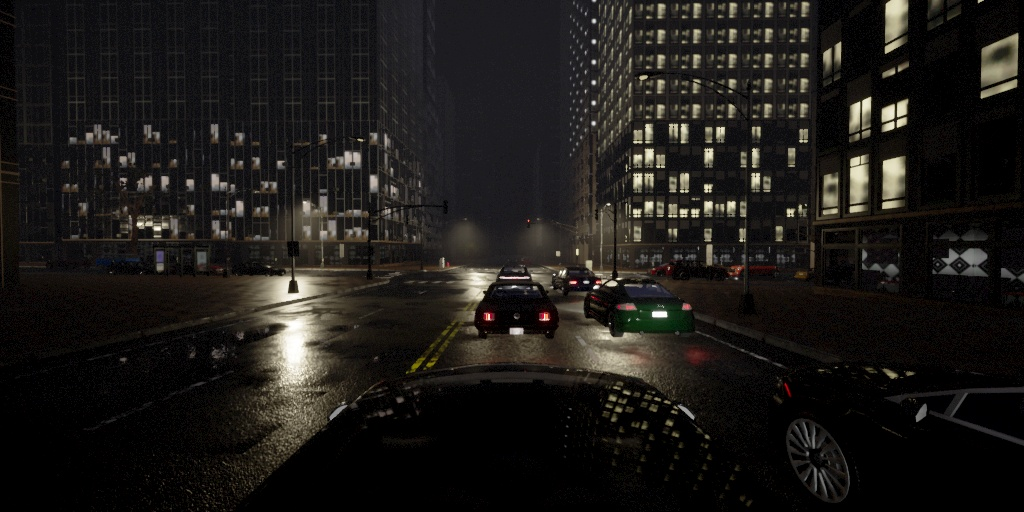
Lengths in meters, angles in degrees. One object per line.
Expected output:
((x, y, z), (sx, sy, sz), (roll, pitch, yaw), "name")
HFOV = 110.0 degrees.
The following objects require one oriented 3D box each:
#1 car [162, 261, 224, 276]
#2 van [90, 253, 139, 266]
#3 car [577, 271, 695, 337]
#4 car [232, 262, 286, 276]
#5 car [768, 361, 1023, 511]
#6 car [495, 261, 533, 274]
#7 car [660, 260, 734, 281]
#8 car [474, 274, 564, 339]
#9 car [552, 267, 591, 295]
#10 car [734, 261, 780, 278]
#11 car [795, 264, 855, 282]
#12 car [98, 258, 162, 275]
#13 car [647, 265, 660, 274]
((-28.391, 1.138, 32.323), (4.207, 1.307, 1.802), (0, 0, 1), "car")
((-45.255, 0.604, 41.172), (3.998, 1.789, 1.690), (0, 0, 1), "van")
((3.365, 1.310, 10.251), (1.994, 1.385, 4.181), (0, 0, -1), "car")
((-22.707, 1.173, 32.185), (4.313, 1.339, 1.948), (0, 0, 1), "car")
((3.340, 1.242, 1.421), (2.128, 1.511, 4.902), (0, 0, 0), "car")
((0.113, 1.232, 19.279), (2.128, 1.511, 4.902), (0, 0, 0), "car")
((16.218, 1.268, 31.622), (5.009, 1.841, 2.192), (0, 0, 1), "car")
((0.106, 1.347, 10.023), (1.895, 1.301, 4.718), (0, 0, 0), "car")
((3.399, 1.288, 19.481), (2.033, 1.411, 5.357), (0, 0, -3), "car")
((25.019, 1.289, 37.236), (4.553, 1.767, 2.097), (1, 1, 1), "car")
((27.666, 1.578, 31.414), (4.829, 1.417, 1.751), (0, 0, 1), "car")
((-34.071, 1.069, 32.501), (4.313, 1.339, 1.948), (0, 0, 1), "car")
((16.308, 1.425, 37.397), (4.181, 1.385, 1.994), (1, 1, 1), "car")
